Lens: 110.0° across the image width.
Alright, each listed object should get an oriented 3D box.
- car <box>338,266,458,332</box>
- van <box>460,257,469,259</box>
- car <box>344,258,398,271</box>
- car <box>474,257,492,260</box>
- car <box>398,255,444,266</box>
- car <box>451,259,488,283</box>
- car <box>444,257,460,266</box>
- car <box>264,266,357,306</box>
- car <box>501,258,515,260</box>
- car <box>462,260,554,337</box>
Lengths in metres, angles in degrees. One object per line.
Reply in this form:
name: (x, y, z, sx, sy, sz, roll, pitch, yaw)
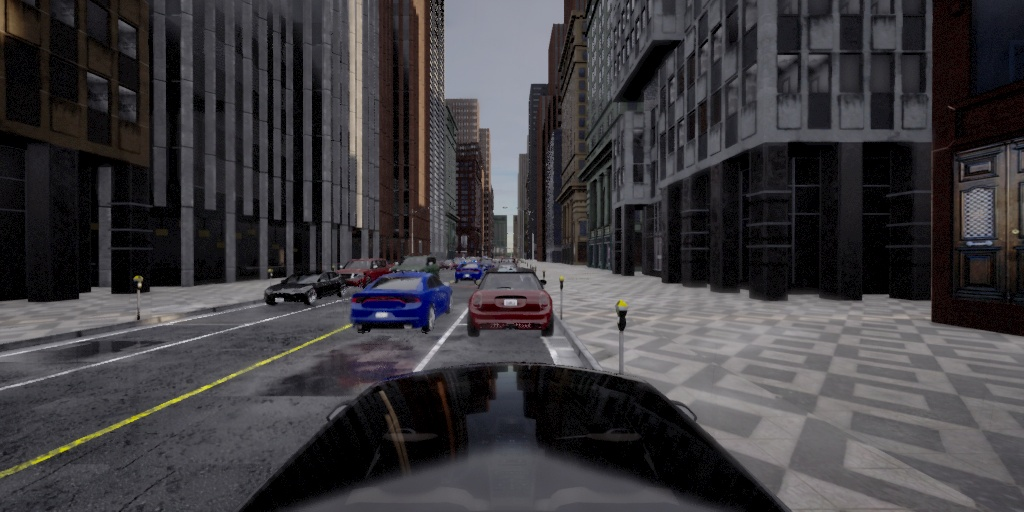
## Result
car: (-3.049, 1.227, 10.862, 1.882, 1.535, 5.008, 0, 0, 0)
van: (-8.908, 1.089, 61.014, 1.690, 1.789, 3.998, 0, 0, 0)
car: (-8.908, 1.064, 21.556, 2.192, 1.841, 5.009, 0, 0, 0)
car: (-3.045, 1.100, 44.164, 2.097, 1.767, 4.553, 0, 0, 0)
car: (-6.246, 0.970, 23.632, 2.150, 2.045, 5.566, 0, 0, 0)
car: (-3.144, 1.226, 27.574, 1.882, 1.535, 5.008, 0, 0, 0)
car: (-8.908, 1.188, 49.741, 1.967, 1.591, 4.097, 0, 0, 0)
car: (-8.908, 1.315, 15.920, 1.948, 1.339, 4.313, 0, 0, 0)
car: (-0.383, 1.189, 27.203, 1.967, 1.591, 4.097, 0, 0, 0)
car: (-0.033, 1.102, 10.470, 2.097, 1.767, 4.553, 0, 0, 0)
